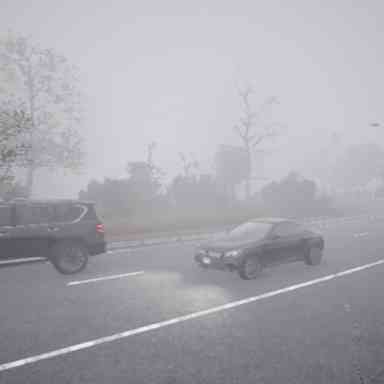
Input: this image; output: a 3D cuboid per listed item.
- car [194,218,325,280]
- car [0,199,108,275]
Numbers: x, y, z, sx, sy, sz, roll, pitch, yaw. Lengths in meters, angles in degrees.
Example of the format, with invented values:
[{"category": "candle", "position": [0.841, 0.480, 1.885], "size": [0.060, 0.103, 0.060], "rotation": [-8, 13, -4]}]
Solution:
[{"category": "car", "position": [2.224, 1.536, 10.126], "size": [4.674, 1.442, 1.812], "rotation": [0, 0, -37]}, {"category": "car", "position": [-5.111, 1.238, 9.005], "size": [5.566, 2.045, 2.150], "rotation": [0, 0, -36]}]
